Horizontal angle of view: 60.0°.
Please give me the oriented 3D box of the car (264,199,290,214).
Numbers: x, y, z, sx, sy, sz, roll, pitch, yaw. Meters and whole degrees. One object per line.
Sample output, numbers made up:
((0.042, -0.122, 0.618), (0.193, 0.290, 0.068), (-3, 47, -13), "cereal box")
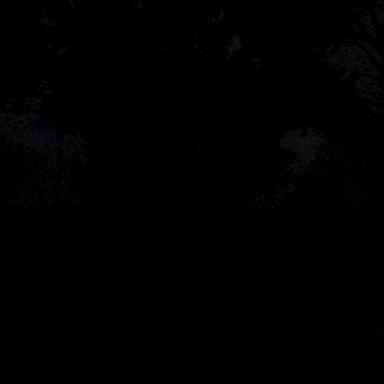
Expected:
((9.876, 1.382, 32.250), (1.882, 1.535, 5.008), (0, 1, -43), "car")

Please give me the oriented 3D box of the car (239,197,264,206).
((9.846, 1.480, 54.202), (2.033, 1.411, 5.357), (1, -1, 43), "car")
